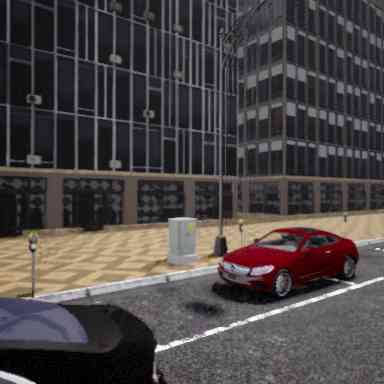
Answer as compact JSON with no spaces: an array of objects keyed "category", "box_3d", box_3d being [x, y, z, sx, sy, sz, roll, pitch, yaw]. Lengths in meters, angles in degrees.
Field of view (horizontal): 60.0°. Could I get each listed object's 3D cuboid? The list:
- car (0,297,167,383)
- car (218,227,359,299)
[{"category":"car","box_3d":[-2.427,1.493,1.648,4.902,1.511,2.128,0,0,-35]},{"category":"car","box_3d":[2.574,1.572,8.391,4.206,1.307,1.802,0,0,-35]}]
